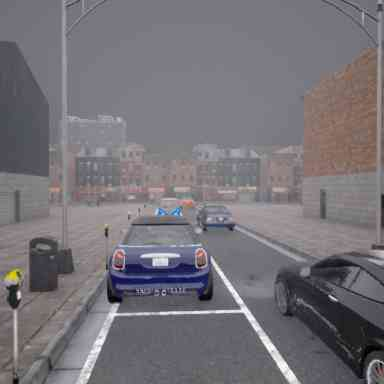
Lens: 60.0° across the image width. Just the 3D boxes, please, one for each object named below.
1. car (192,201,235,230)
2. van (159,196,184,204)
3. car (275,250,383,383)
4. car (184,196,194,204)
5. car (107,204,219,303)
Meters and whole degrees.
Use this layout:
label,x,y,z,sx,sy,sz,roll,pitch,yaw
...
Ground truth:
label,x,y,z,sx,sy,sz,roll,pitch,yaw
car,1.365,1.551,20.758,2.033,1.411,5.357,0,0,-4
van,-1.742,1.346,25.291,1.690,1.788,3.998,-1,0,-4
car,2.637,1.526,4.553,1.812,1.442,4.674,0,0,-4
car,-0.803,1.373,46.645,2.097,1.767,4.553,0,0,-6
car,-0.765,1.352,8.438,2.097,1.767,4.553,0,0,-4
